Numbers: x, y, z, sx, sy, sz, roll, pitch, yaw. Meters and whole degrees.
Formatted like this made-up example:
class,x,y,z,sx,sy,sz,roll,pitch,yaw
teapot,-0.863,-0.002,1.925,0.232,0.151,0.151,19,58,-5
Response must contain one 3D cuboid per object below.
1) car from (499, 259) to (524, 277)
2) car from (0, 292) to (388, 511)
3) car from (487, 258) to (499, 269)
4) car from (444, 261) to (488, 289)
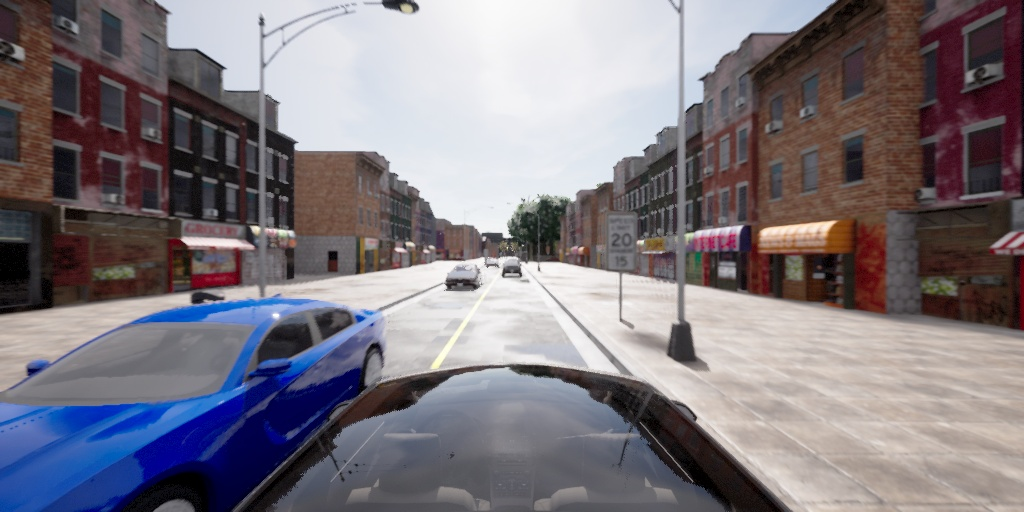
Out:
class,x,y,z,sx,sy,sz,roll,pitch,yaw
car,0.002,1.142,33.670,1.812,1.442,4.674,0,0,0
car,-2.847,1.219,3.539,1.882,1.535,5.008,0,0,0
car,-2.751,1.012,51.846,2.033,1.411,5.357,0,0,0
car,-2.845,1.204,22.297,2.033,1.411,5.357,0,0,0
